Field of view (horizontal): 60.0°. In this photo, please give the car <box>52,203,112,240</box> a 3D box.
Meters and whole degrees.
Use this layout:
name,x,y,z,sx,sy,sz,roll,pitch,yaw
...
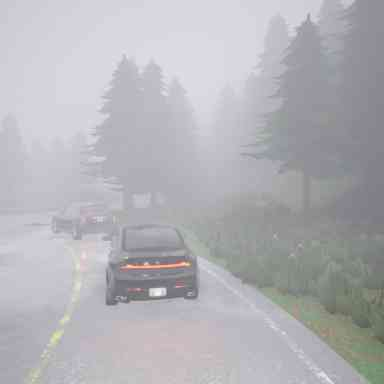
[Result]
name,x,y,z,sx,sy,sz,roll,pitch,yaw
car,-5.704,1.352,17.408,2.097,1.767,4.553,0,0,-39

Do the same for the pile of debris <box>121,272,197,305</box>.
name,x,y,z,sx,sy,sz,roll,pitch,yaw
pile of debris,-0.851,2.175,7.698,1.500,0.140,1.860,0,0,-14

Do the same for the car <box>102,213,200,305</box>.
name,x,y,z,sx,sy,sz,roll,pitch,yaw
car,-1.108,1.504,8.188,1.837,1.490,4.892,0,0,-12
